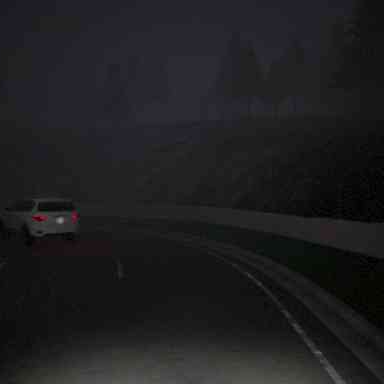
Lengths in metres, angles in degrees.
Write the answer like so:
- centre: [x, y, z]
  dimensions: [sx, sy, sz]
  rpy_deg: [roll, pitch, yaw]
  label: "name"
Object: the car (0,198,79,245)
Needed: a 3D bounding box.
- centre: [-7.600, 1.300, 16.215]
  dimensions: [5.566, 2.045, 2.150]
  rpy_deg: [0, -1, 45]
  label: "car"
